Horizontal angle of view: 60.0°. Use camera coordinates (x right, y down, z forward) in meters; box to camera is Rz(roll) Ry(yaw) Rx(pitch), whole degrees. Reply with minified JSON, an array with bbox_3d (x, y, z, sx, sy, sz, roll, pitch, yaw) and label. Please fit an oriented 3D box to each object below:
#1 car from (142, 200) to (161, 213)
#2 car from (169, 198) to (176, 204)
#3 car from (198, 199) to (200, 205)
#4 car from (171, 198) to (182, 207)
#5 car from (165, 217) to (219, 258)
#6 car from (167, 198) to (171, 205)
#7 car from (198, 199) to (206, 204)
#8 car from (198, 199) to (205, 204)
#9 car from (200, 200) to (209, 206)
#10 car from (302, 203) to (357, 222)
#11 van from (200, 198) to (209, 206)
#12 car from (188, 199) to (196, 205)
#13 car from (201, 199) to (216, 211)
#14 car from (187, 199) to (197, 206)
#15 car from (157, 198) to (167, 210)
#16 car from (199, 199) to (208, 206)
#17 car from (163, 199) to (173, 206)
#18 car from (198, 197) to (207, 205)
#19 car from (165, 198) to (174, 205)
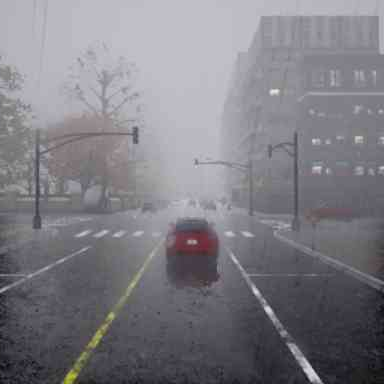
[{"bbox_3d":[-5.679,2.080,44.907,1.947,1.339,4.313,0,-1,0],"label":"car"},{"bbox_3d":[-5.672,2.498,95.473,1.690,1.788,3.998,0,-1,0],"label":"car"},{"bbox_3d":[2.705,2.231,67.427,1.967,1.590,4.097,0,-1,0],"label":"car"},{"bbox_3d":[-2.997,2.310,67.022,1.812,1.442,4.674,0,-1,0],"label":"car"},{"bbox_3d":[-0.005,1.714,13.474,1.994,1.385,4.181,0,-1,0],"label":"car"},{"bbox_3d":[-5.676,2.035,61.800,2.192,1.841,5.009,0,-1,0],"label":"car"},{"bbox_3d":[2.708,2.631,89.945,2.008,1.369,4.403,0,-1,0],"label":"car"},{"bbox_3d":[2.708,2.701,95.574,1.887,1.381,4.507,0,-1,0],"label":"car"},{"bbox_3d":[2.705,2.413,73.055,2.008,1.369,4.403,0,-1,0],"label":"car"},{"bbox_3d":[13.472,1.967,32.582,5.009,1.841,2.192,1,-2,-1],"label":"car"},{"bbox_3d":[2.703,1.992,56.169,1.690,1.788,3.998,0,-1,0],"label":"van"},{"bbox_3d":[0.016,2.421,84.040,2.033,1.411,5.357,0,-1,0],"label":"car"},{"bbox_3d":[2.702,2.127,50.536,1.887,1.381,4.507,0,-1,0],"label":"car"},{"bbox_3d":[0.013,2.393,73.621,2.128,1.511,4.902,0,-1,0],"label":"car"},{"bbox_3d":[-5.677,2.174,55.998,1.752,1.417,4.829,0,-1,0],"label":"car"},{"bbox_3d":[2.706,2.479,78.685,1.887,1.381,4.507,0,-1,0],"label":"car"},{"bbox_3d":[-5.674,2.375,78.688,1.967,1.590,4.097,0,-1,0],"label":"car"},{"bbox_3d":[2.708,2.322,84.317,2.192,1.841,5.009,0,-1,0],"label":"car"},{"bbox_3d":[-5.672,2.447,84.317,1.967,1.590,4.097,0,-1,0],"label":"car"}]
